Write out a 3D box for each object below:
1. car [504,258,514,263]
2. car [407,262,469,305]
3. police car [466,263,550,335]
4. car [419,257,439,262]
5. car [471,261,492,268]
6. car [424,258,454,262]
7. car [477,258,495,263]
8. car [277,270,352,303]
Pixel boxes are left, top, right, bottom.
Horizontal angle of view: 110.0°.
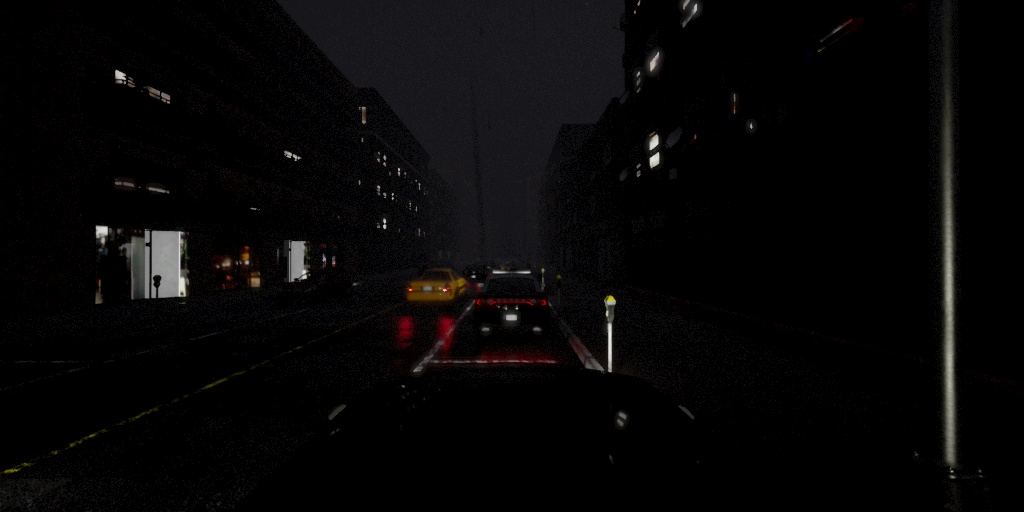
[{"bbox_3d":[-0.456,1.275,39.173,1.751,1.417,4.829,0,0,0],"label":"car"},{"bbox_3d":[-3.144,1.207,15.929,1.801,1.575,5.366,0,0,0],"label":"car"},{"bbox_3d":[-0.011,1.175,10.609,1.930,1.638,5.238,0,0,0],"label":"police car"},{"bbox_3d":[-8.837,1.064,39.007,2.192,1.841,5.009,0,0,0],"label":"car"},{"bbox_3d":[-3.054,1.351,30.979,1.895,1.301,4.718,0,0,0],"label":"car"},{"bbox_3d":[-6.240,1.228,32.542,1.882,1.535,5.008,0,0,0],"label":"car"},{"bbox_3d":[-3.052,1.240,47.756,2.128,1.511,4.902,0,0,0],"label":"car"},{"bbox_3d":[-8.837,1.333,16.462,1.802,1.307,4.207,0,0,0],"label":"car"}]
